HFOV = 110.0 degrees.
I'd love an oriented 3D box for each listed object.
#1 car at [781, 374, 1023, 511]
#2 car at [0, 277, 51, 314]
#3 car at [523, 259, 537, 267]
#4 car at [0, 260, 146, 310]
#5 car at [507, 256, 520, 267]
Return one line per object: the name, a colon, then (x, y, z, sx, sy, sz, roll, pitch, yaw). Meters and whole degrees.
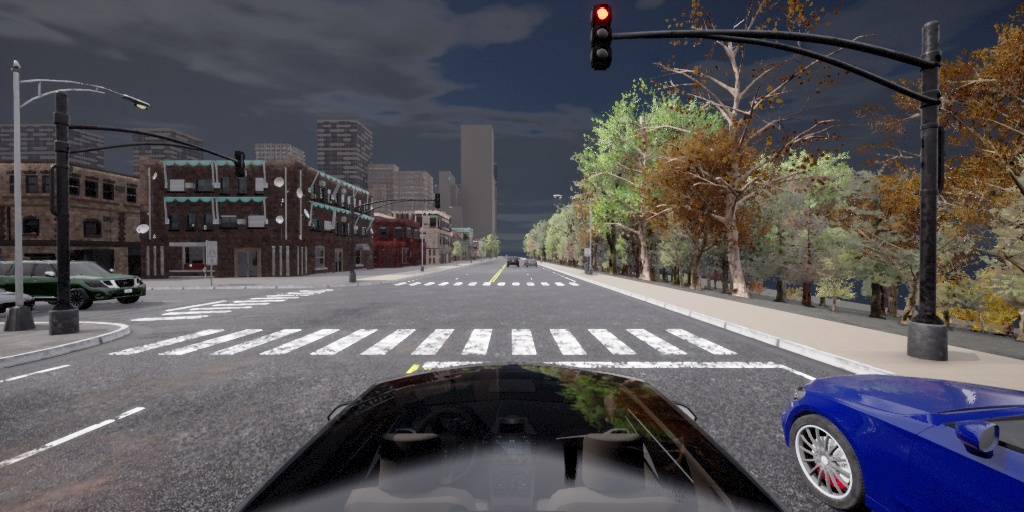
car: (3.346, 1.276, 1.331, 1.812, 1.442, 4.674, 0, 0, 2)
car: (-19.926, 1.565, 12.773, 4.313, 1.339, 1.948, 0, 0, 0)
car: (3.472, 1.218, 63.875, 2.128, 1.511, 4.902, 0, 0, 0)
car: (-19.311, 1.186, 15.475, 5.566, 2.045, 2.150, -1, 1, 0)
car: (0.219, 0.948, 63.715, 2.150, 2.045, 5.566, 0, 0, 1)
